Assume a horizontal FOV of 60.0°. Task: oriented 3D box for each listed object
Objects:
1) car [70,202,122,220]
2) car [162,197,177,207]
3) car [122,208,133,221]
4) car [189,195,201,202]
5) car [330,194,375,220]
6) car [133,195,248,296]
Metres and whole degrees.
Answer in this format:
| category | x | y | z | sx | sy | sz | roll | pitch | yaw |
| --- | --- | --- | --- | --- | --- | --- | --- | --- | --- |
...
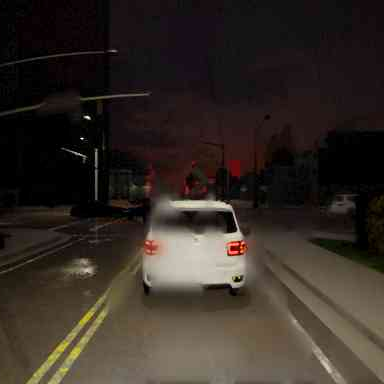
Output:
| category | x | y | z | sx | sy | sz | roll | pitch | yaw |
| --- | --- | --- | --- | --- | --- | --- | --- | --- | --- |
| car | -7.771 | 1.567 | 27.895 | 4.674 | 1.442 | 1.812 | 0 | 0 | -7 |
| car | -3.533 | 1.564 | 52.921 | 1.994 | 1.385 | 4.181 | 0 | 0 | 0 |
| car | -2.050 | 1.493 | 23.584 | 5.008 | 1.535 | 1.882 | 0 | 0 | 7 |
| car | 0.834 | 1.465 | 78.649 | 1.882 | 1.535 | 5.008 | 0 | 0 | 12 |
| car | 14.482 | 1.207 | 27.728 | 5.566 | 2.045 | 2.150 | 0 | 0 | 0 |
| car | 0.079 | 1.221 | 8.778 | 2.150 | 2.045 | 5.566 | 0 | 0 | 0 |
